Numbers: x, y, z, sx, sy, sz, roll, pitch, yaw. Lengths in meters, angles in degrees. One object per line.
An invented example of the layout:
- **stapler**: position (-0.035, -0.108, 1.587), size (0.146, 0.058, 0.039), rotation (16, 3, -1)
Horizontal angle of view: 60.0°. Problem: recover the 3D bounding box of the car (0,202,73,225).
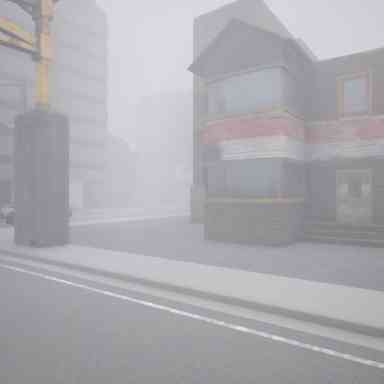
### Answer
- **car**: position (-10.732, 1.453, 23.536), size (2.038, 1.542, 4.974), rotation (0, 0, 16)
